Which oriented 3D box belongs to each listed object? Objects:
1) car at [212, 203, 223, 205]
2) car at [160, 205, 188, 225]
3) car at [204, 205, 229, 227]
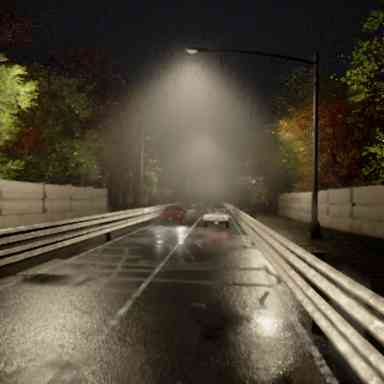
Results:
[{"bbox_3d":[3.326,2.190,43.740,1.837,1.490,4.892,1,-1,5],"label":"car"},{"bbox_3d":[-1.417,1.815,27.397,1.882,1.535,5.008,1,-1,5],"label":"car"},{"bbox_3d":[1.949,1.980,26.283,1.895,1.301,4.718,1,-1,5],"label":"car"}]
